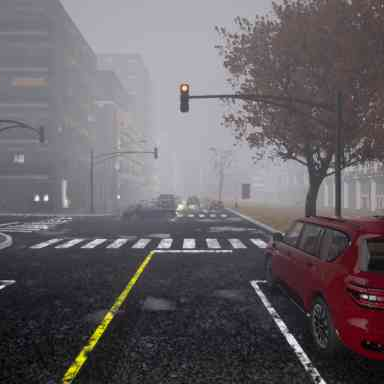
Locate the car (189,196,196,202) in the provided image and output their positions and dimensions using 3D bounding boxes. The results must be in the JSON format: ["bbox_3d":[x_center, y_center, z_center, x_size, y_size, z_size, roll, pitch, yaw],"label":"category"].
[{"bbox_3d":[0.145,1.586,79.830,1.812,1.442,4.674,0,0,0],"label":"car"}]

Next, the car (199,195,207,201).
[{"bbox_3d":[2.849,1.620,88.094,1.887,1.381,4.507,0,0,0],"label":"car"}]

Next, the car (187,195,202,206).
[{"bbox_3d":[0.197,1.380,54.205,2.097,1.767,4.553,0,0,0],"label":"car"}]

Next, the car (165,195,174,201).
[{"bbox_3d":[-5.541,1.506,82.577,1.967,1.590,4.097,0,0,0],"label":"car"}]

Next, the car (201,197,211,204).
[{"bbox_3d":[2.810,1.625,65.963,1.802,1.307,4.206,0,0,0],"label":"car"}]

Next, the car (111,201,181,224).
[{"bbox_3d":[-3.521,1.606,25.106,4.718,1.301,1.895,0,0,-39],"label":"car"}]

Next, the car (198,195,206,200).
[{"bbox_3d":[2.859,1.637,93.627,2.008,1.369,4.403,0,0,0],"label":"car"}]

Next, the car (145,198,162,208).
[{"bbox_3d":[-5.601,1.573,49.381,2.008,1.369,4.403,0,0,0],"label":"car"}]

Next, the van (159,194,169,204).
[{"bbox_3d":[-5.571,1.384,65.979,1.690,1.788,3.998,0,0,0],"label":"van"}]

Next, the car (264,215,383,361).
[{"bbox_3d":[2.702,1.315,5.912,2.192,1.841,5.009,0,0,0],"label":"car"}]

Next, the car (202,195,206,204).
[{"bbox_3d":[2.780,1.548,49.535,1.752,1.417,4.829,0,0,0],"label":"car"}]

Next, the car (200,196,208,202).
[{"bbox_3d":[2.830,1.583,77.199,1.752,1.417,4.829,0,0,0],"label":"car"}]

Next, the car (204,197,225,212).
[{"bbox_3d":[2.760,1.557,38.300,1.887,1.381,4.507,0,0,0],"label":"car"}]

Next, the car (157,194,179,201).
[{"bbox_3d":[-3.020,1.235,40.061,2.150,2.045,5.566,0,0,0],"label":"car"}]

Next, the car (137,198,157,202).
[{"bbox_3d":[-5.620,1.563,38.315,2.008,1.369,4.403,0,0,0],"label":"car"}]

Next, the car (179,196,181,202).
[{"bbox_3d":[-2.993,1.528,50.079,1.837,1.490,4.892,0,0,0],"label":"car"}]

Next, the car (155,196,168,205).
[{"bbox_3d":[-5.581,1.476,60.446,1.967,1.590,4.097,0,0,0],"label":"car"}]
